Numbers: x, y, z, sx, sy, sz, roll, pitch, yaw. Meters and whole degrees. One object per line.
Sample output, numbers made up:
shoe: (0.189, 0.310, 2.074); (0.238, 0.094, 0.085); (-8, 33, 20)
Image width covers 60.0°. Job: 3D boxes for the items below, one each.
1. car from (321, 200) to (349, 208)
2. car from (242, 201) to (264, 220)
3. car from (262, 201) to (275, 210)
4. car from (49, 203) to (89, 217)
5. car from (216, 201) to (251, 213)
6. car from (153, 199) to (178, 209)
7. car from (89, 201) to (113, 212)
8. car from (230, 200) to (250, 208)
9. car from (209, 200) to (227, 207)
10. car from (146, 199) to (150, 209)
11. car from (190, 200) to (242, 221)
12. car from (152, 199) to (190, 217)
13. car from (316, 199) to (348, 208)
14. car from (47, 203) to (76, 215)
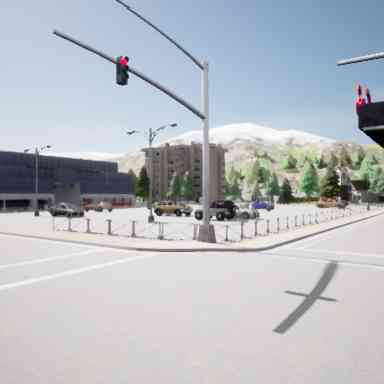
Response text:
car: (26.969, 2.199, 62.741); (4.514, 1.523, 2.007); (-1, -1, 37)
car: (4.643, 1.932, 32.744); (3.806, 1.475, 1.970); (-1, -1, 37)
car: (11.889, 2.205, 55.313); (3.633, 1.501, 1.845); (-1, -1, 37)
car: (-14.342, 2.157, 38.236); (4.514, 1.523, 2.007); (-1, -1, 37)
car: (5.866, 2.108, 47.340); (4.514, 1.523, 2.007); (-1, -1, 37)
car: (-5.126, 2.298, 63.540); (4.605, 1.855, 1.932); (-1, -1, 37)
car: (-14.204, 2.226, 50.724); (5.027, 1.636, 2.152); (-1, -1, 37)
car: (10.278, 2.565, 71.498); (3.806, 1.475, 1.970); (-1, -1, 37)
car: (6.124, 2.714, 78.329); (3.633, 1.501, 1.845); (-1, -1, 37)
car: (-6.537, 2.247, 60.967); (3.866, 1.878, 1.905); (-1, -1, 37)
car: (2.158, 1.634, 30.454); (3.866, 1.878, 1.905); (-1, -1, 37)
car: (-2.170, 1.825, 37.798); (4.605, 1.855, 1.932); (-1, -1, 37)
car: (25.131, 2.165, 60.198); (5.027, 1.636, 2.152); (-1, -1, 37)
car: (-17.790, 2.249, 45.392); (3.806, 1.475, 1.970); (-1, -1, 37)
